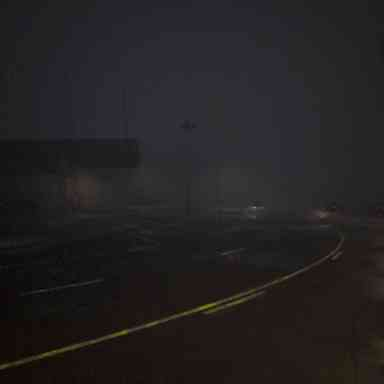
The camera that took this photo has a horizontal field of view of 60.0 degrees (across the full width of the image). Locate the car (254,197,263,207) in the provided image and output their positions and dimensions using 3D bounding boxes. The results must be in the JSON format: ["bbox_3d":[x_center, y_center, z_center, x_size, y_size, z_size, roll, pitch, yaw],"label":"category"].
[{"bbox_3d":[15.270,2.548,76.740,1.882,1.535,5.008,0,-1,11],"label":"car"}]

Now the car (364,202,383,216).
[{"bbox_3d":[22.610,1.969,40.504,2.097,1.767,4.553,0,-1,11],"label":"car"}]

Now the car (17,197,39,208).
[{"bbox_3d":[-28.281,1.941,56.433,4.611,1.667,2.242,0,-1,11],"label":"car"}]

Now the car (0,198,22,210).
[{"bbox_3d":[-28.603,2.024,50.645,3.806,1.475,1.970,0,-1,11],"label":"car"}]

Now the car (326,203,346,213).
[{"bbox_3d":[20.340,2.223,47.143,1.812,1.442,4.674,0,-1,11],"label":"car"}]

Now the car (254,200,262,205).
[{"bbox_3d":[18.357,2.831,92.693,2.033,1.411,5.357,0,-1,11],"label":"car"}]
